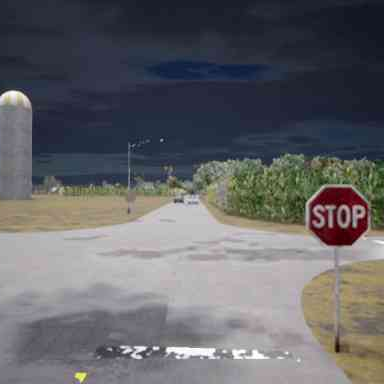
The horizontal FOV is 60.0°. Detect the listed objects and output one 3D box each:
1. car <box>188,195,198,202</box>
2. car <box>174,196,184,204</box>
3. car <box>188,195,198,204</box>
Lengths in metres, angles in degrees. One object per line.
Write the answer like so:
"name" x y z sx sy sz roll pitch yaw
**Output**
"car" 0.172 1.348 71.222 2.033 1.411 5.357 0 0 0
"car" -2.592 1.458 65.393 1.882 1.535 5.008 0 0 0
"car" 0.148 1.585 61.244 1.895 1.301 4.718 0 0 0
